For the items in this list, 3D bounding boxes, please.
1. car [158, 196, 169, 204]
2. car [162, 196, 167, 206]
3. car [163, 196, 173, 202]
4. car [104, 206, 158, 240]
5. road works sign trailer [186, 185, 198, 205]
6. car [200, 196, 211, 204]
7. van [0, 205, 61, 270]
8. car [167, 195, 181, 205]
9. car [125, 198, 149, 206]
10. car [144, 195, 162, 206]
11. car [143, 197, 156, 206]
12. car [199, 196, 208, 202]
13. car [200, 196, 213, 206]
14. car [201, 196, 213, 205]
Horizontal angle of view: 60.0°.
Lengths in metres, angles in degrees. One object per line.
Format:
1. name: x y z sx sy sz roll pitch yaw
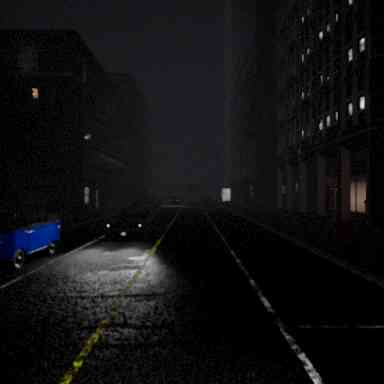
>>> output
1. car: -5.698 1.596 67.178 2.008 1.369 4.403 0 0 0
2. car: -5.697 1.474 55.882 1.967 1.590 4.097 0 0 0
3. car: -5.700 1.625 78.475 1.947 1.339 4.313 0 0 0
4. car: -3.101 1.606 17.311 1.895 1.301 4.718 0 0 0
5. road works sign trailer: -0.006 0.504 61.690 2.380 3.560 2.880 0 0 0
6. car: 2.682 1.596 67.180 2.008 1.369 4.403 0 0 0
7. van: -5.691 1.344 10.693 1.690 1.788 3.998 0 0 0
8. car: -3.065 1.388 57.849 2.097 1.767 4.553 0 0 0
9. car: -5.694 1.595 33.287 1.802 1.307 4.206 0 0 0
10. car: -5.696 1.338 44.584 2.192 1.841 5.009 0 0 0
11. car: -5.694 1.600 38.935 1.802 1.307 4.206 0 0 0
12. car: 2.681 1.625 78.476 1.947 1.339 4.313 0 0 0
13. car: 2.684 1.560 56.052 1.752 1.417 4.829 0 0 0
14. car: 2.683 1.480 61.530 1.967 1.590 4.097 0 0 0
